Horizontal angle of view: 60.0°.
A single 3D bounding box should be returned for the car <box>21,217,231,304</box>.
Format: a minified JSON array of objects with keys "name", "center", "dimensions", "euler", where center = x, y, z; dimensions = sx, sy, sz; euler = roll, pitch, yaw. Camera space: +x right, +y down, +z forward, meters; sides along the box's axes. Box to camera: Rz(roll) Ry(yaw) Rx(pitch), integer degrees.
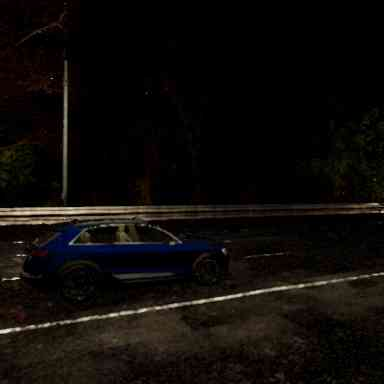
[{"name":"car","center":[-1.386,1.428,8.025],"dimensions":[4.856,1.649,2.033],"euler":[0,0,-25]}]
